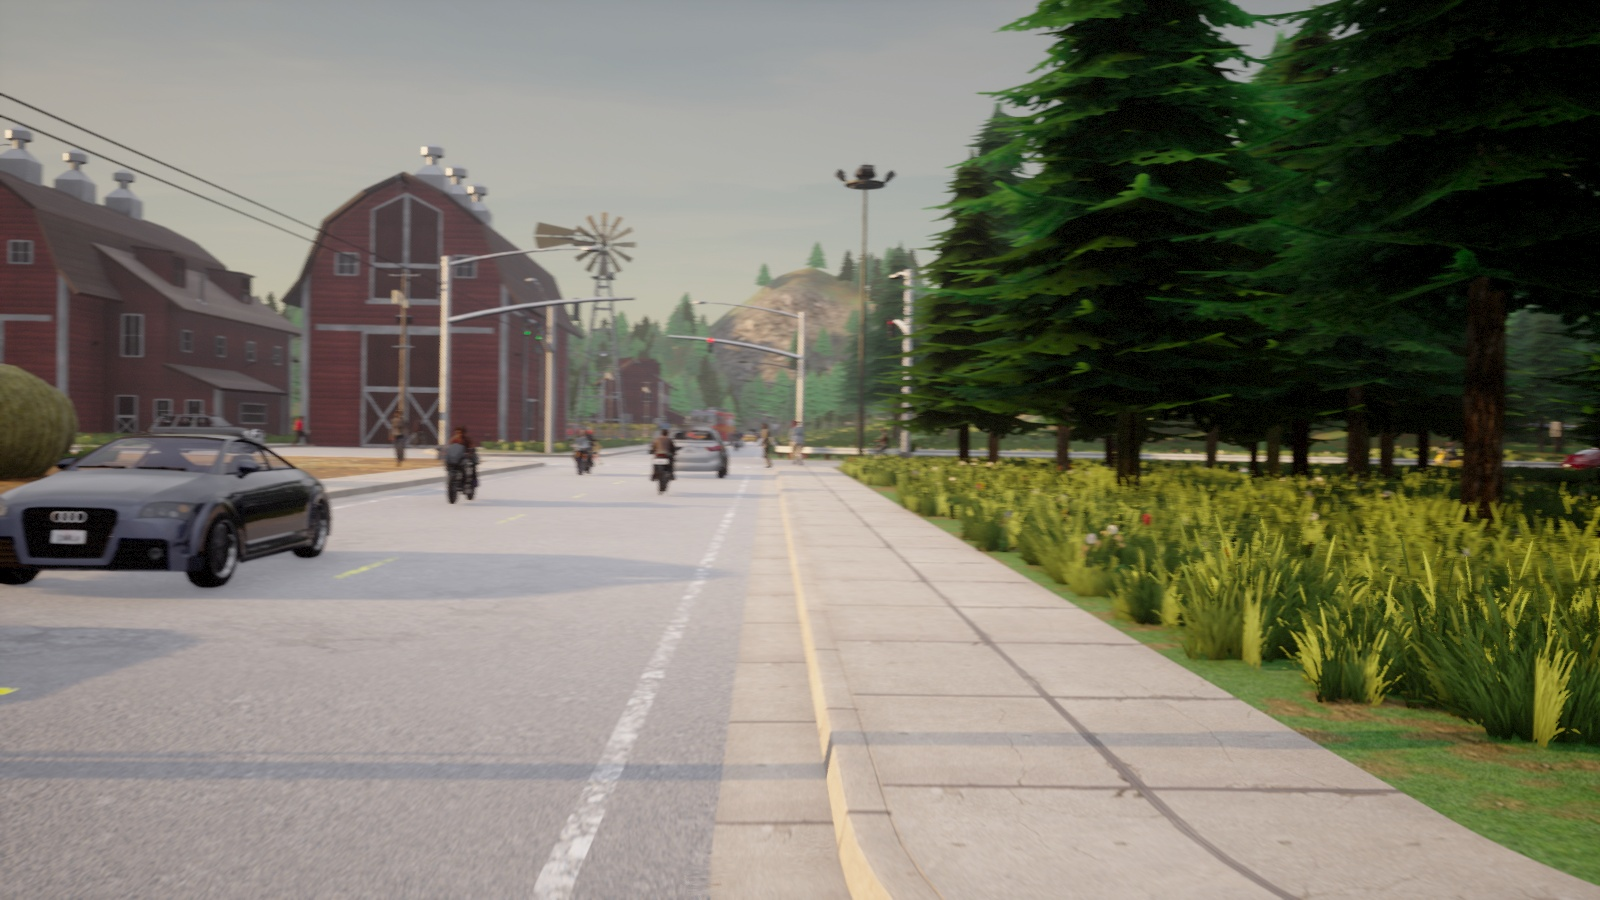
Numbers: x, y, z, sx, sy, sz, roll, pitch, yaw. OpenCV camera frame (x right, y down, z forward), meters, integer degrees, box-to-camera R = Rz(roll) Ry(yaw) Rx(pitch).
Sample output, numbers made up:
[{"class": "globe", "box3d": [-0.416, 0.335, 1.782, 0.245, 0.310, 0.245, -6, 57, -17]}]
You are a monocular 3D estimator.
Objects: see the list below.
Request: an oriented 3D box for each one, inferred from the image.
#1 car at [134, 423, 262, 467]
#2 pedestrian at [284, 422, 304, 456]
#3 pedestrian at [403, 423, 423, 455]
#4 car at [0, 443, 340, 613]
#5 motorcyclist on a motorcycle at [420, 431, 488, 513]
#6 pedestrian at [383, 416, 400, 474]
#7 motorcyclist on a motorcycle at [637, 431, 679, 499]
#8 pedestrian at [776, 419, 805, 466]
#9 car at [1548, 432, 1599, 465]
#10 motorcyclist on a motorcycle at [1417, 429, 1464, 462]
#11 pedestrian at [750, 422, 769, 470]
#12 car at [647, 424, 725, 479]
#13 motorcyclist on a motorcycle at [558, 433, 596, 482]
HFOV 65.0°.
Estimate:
[{"class": "car", "box3d": [-26.170, -0.225, 54.702, 4.605, 1.855, 1.932, 0, 1, -3]}, {"class": "pedestrian", "box3d": [-28.200, -0.612, 69.962, 0.899, 1.844, 0.634, 0, 1, -4]}, {"class": "pedestrian", "box3d": [-21.867, -0.627, 70.931, 0.899, 1.844, 0.634, 0, 1, 13]}, {"class": "car", "box3d": [-6.294, 0.639, 12.560, 1.994, 1.385, 4.181, 0, 1, -2]}, {"class": "motorcyclist on a motorcycle", "box3d": [-6.642, 0.392, 24.223, 0.797, 1.523, 2.044, 0, 1, -2]}, {"class": "pedestrian", "box3d": [-12.737, -0.166, 39.169, 0.328, 1.805, 0.869, 0, 1, -8]}, {"class": "motorcyclist on a motorcycle", "box3d": [-3.291, 0.320, 29.178, 0.797, 1.523, 2.044, 0, 1, -2]}, {"class": "pedestrian", "box3d": [-0.388, -0.306, 50.101, 0.874, 1.855, 0.900, 0, 1, -26]}, {"class": "car", "box3d": [37.162, -0.086, 57.558, 4.674, 1.442, 1.812, 0, 1, -1]}, {"class": "motorcyclist on a motorcycle", "box3d": [31.055, -0.202, 60.900, 1.817, 1.590, 0.866, 0, 1, -2]}, {"class": "pedestrian", "box3d": [-1.627, -0.171, 50.406, 0.692, 1.930, 0.396, 0, 1, 8]}, {"class": "car", "box3d": [-3.652, 0.015, 40.989, 2.242, 1.667, 4.611, 0, 1, -2]}, {"class": "motorcyclist on a motorcycle", "box3d": [-7.118, 0.218, 40.251, 0.866, 1.530, 2.191, 0, 1, -1]}]
